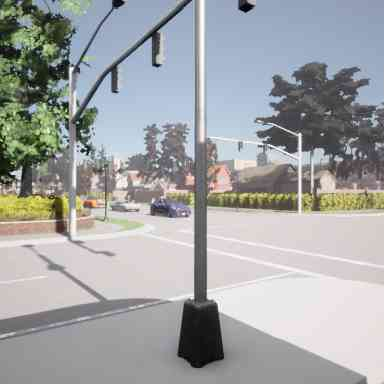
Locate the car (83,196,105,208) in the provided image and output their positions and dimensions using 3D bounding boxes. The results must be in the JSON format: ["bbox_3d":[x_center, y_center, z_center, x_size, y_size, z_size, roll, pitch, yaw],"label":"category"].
[{"bbox_3d":[-13.672,1.352,46.885,2.097,1.767,4.553,0,0,-36],"label":"car"}]

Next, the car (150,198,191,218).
[{"bbox_3d":[-2.045,1.352,30.804,2.097,1.767,4.553,0,0,-36],"label":"car"}]

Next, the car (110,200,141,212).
[{"bbox_3d":[-7.785,1.601,38.743,1.895,1.301,4.718,0,0,-36],"label":"car"}]
